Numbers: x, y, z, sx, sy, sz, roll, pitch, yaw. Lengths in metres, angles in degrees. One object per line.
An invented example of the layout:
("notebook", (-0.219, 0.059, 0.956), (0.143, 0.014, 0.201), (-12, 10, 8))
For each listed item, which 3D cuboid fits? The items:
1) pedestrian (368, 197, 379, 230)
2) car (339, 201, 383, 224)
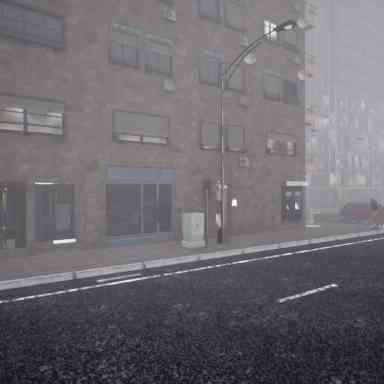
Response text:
("pedestrian", (9.818, 1.140, 18.029), (0.375, 1.860, 0.375), (-1, 0, -35))
("car", (14.271, 1.554, 26.673), (2.097, 1.767, 4.553), (-1, 0, -33))
